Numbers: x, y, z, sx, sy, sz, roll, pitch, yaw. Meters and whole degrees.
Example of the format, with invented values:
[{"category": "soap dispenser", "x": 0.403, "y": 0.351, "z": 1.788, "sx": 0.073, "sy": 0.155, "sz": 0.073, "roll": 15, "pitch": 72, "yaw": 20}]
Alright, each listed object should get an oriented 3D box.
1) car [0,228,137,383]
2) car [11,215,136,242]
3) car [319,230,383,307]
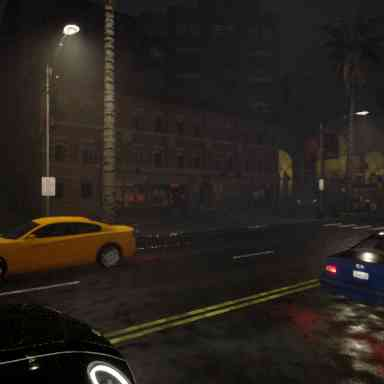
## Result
[{"category": "car", "x": -2.539, "y": 1.352, "z": 1.880, "sx": 4.553, "sy": 1.767, "sz": 2.097, "roll": 0, "pitch": 0, "yaw": -36}, {"category": "car", "x": -4.092, "y": 1.477, "z": 9.659, "sx": 5.008, "sy": 1.535, "sz": 1.882, "roll": 0, "pitch": 0, "yaw": -36}, {"category": "car", "x": 5.093, "y": 1.547, "z": 7.473, "sx": 5.357, "sy": 1.411, "sz": 2.033, "roll": 0, "pitch": 0, "yaw": -36}]
